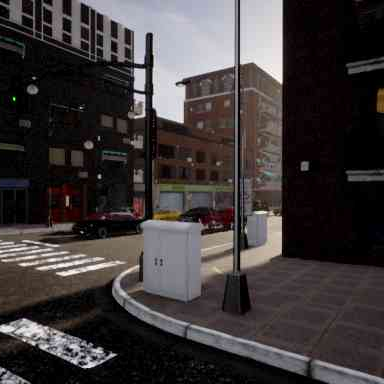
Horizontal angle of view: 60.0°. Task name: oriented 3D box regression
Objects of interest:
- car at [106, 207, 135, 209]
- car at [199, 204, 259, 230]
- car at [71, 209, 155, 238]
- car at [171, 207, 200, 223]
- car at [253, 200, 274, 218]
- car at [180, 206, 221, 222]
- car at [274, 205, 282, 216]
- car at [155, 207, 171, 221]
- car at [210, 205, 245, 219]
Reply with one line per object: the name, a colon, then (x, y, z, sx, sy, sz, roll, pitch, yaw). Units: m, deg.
car: (-5.397, 1.758, 23.112, 1.967, 1.590, 4.097, -1, -2, 35)
car: (2.894, 1.930, 24.855, 1.882, 1.535, 5.008, 0, -1, 35)
car: (-4.645, 1.881, 19.634, 1.895, 1.301, 4.718, 0, -1, 35)
car: (0.717, 1.962, 27.324, 1.837, 1.490, 4.892, 0, -1, 35)
car: (6.396, 1.866, 35.473, 2.150, 2.045, 5.566, 0, -1, 35)
car: (0.918, 2.092, 32.172, 1.947, 1.339, 4.313, -1, -2, 35)
car: (12.518, 2.394, 44.189, 2.033, 1.411, 5.357, 0, -1, 35)
car: (-2.337, 1.944, 27.501, 1.752, 1.417, 4.829, -1, -2, 35)
car: (3.979, 2.153, 36.565, 1.752, 1.417, 4.829, -1, -2, 35)
